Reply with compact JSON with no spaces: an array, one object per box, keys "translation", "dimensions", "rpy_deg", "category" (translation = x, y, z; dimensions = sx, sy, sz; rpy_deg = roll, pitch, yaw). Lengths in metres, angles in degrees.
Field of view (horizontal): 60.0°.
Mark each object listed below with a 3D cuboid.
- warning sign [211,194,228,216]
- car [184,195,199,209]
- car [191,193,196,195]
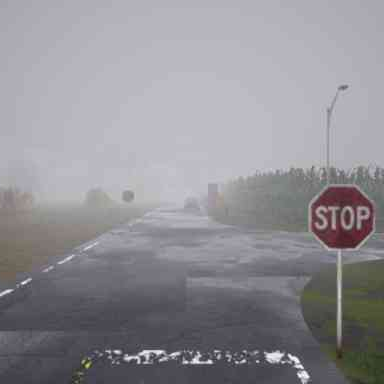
[{"translation":[2.351,1.105,28.659],"dimensions":[1.300,1.860,1.060],"rpy_deg":[0,0,0],"category":"warning sign"},{"translation":[-0.050,1.522,44.319],"dimensions":[2.033,1.411,5.357],"rpy_deg":[0,0,0],"category":"car"},{"translation":[-0.165,1.489,68.731],"dimensions":[1.994,1.385,4.181],"rpy_deg":[0,0,0],"category":"car"}]
